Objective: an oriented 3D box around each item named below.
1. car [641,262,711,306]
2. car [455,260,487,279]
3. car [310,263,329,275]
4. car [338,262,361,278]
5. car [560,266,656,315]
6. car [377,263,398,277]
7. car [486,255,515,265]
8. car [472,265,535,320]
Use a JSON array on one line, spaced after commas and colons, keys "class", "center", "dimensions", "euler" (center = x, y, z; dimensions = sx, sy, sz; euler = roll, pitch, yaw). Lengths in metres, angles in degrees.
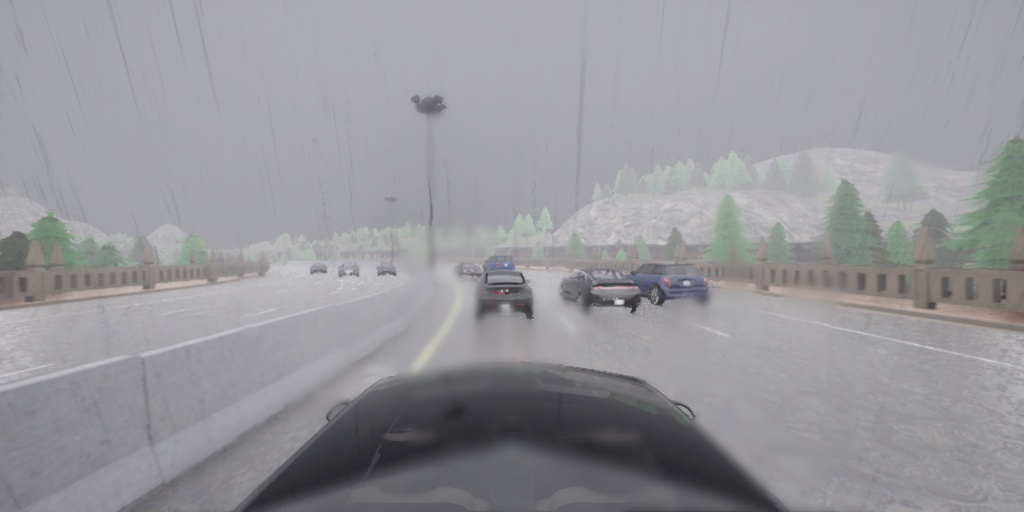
[{"class": "car", "center": [6.396, 1.039, 15.579], "dimensions": [2.097, 1.767, 4.553], "euler": [0, 0, -5]}, {"class": "car", "center": [-4.122, 1.316, 33.414], "dimensions": [2.033, 1.411, 5.357], "euler": [-1, 0, -17]}, {"class": "car", "center": [-23.630, 1.536, 44.010], "dimensions": [2.033, 1.411, 5.357], "euler": [-1, 0, -27]}, {"class": "car", "center": [-16.535, 1.393, 36.562], "dimensions": [2.128, 1.511, 4.902], "euler": [-1, 0, -22]}, {"class": "car", "center": [3.104, 1.207, 13.429], "dimensions": [2.128, 1.511, 4.902], "euler": [0, 0, -5]}, {"class": "car", "center": [-13.070, 1.409, 37.454], "dimensions": [2.033, 1.411, 5.357], "euler": [-1, 0, -21]}, {"class": "car", "center": [-1.366, 0.959, 36.211], "dimensions": [2.150, 2.045, 5.566], "euler": [-1, 0, -18]}, {"class": "car", "center": [-0.336, 1.249, 12.710], "dimensions": [1.837, 1.490, 4.892], "euler": [0, 0, -4]}]
